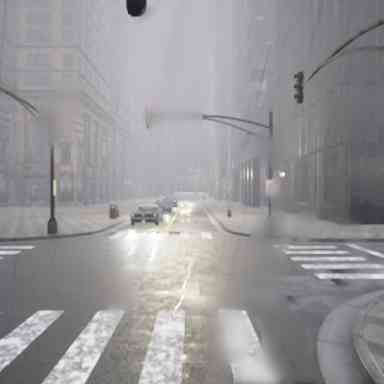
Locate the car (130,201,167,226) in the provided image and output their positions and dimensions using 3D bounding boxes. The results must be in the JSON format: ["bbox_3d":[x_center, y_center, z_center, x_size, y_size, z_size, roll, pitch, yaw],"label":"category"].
[{"bbox_3d":[-3.130,1.586,23.651,1.895,1.301,4.718,0,0,0],"label":"car"}]

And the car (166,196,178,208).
[{"bbox_3d":[-3.141,1.329,47.900,2.097,1.767,4.553,0,0,1],"label":"car"}]

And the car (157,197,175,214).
[{"bbox_3d":[-3.139,1.543,35.391,1.994,1.385,4.181,0,0,0],"label":"car"}]
